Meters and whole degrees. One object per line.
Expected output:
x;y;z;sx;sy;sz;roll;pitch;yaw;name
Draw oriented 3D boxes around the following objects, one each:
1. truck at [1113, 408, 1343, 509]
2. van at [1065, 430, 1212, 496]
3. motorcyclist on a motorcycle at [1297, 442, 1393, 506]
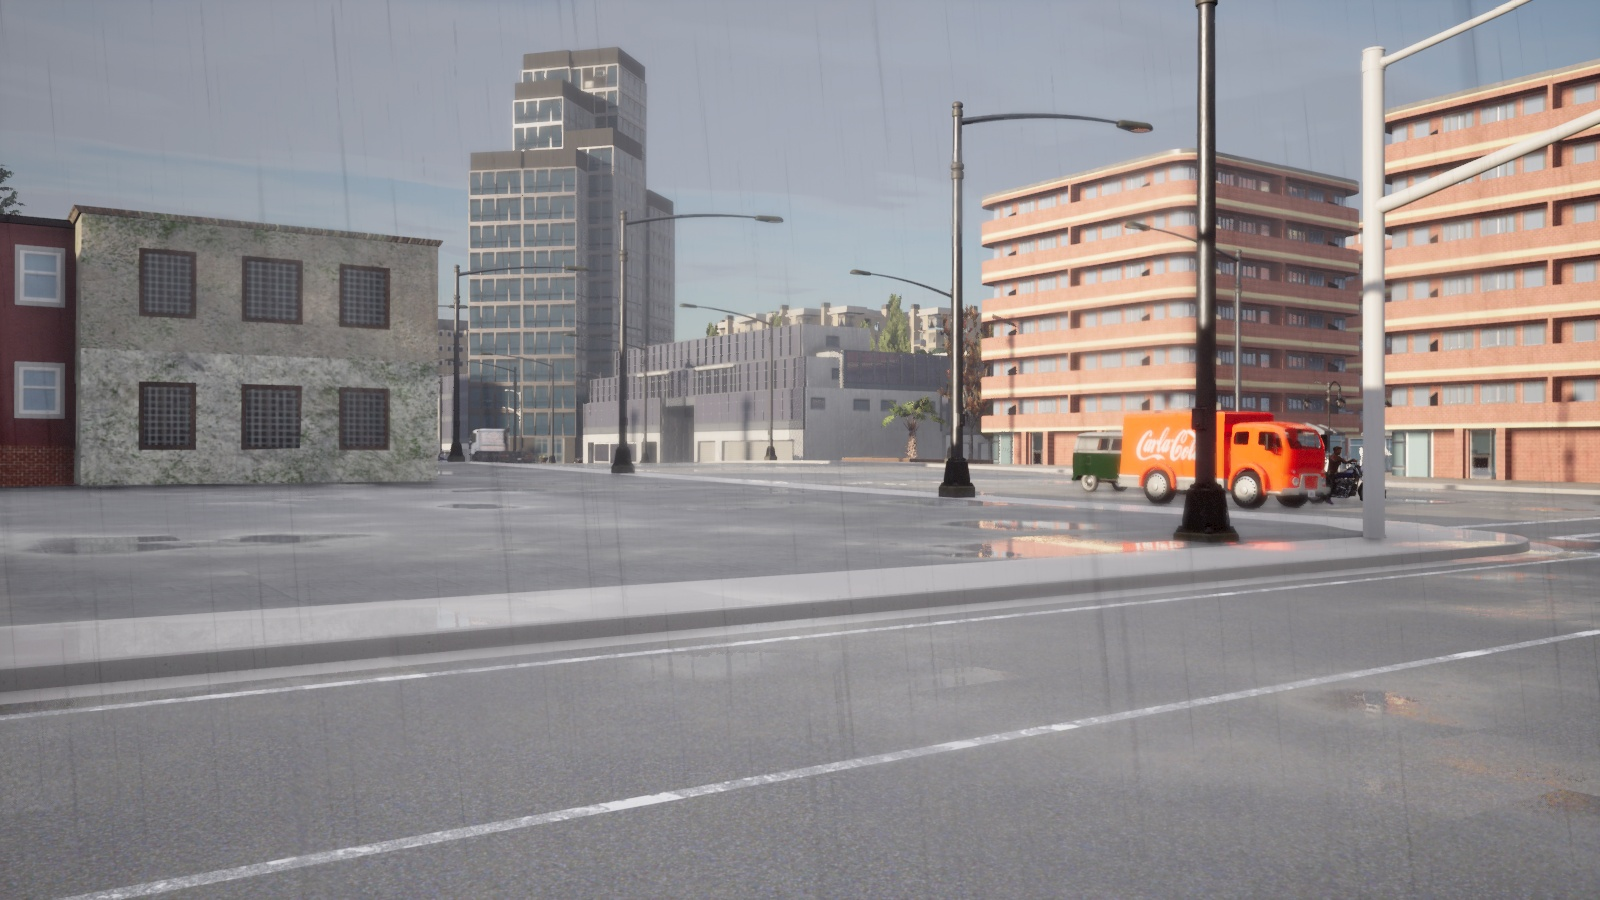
11.229;0.180;33.324;2.627;2.467;5.204;0;1;-34;truck
10.778;0.354;40.265;1.775;1.987;4.442;0;1;-34;van
14.804;0.625;34.177;0.766;1.649;2.350;0;1;-35;motorcyclist on a motorcycle
